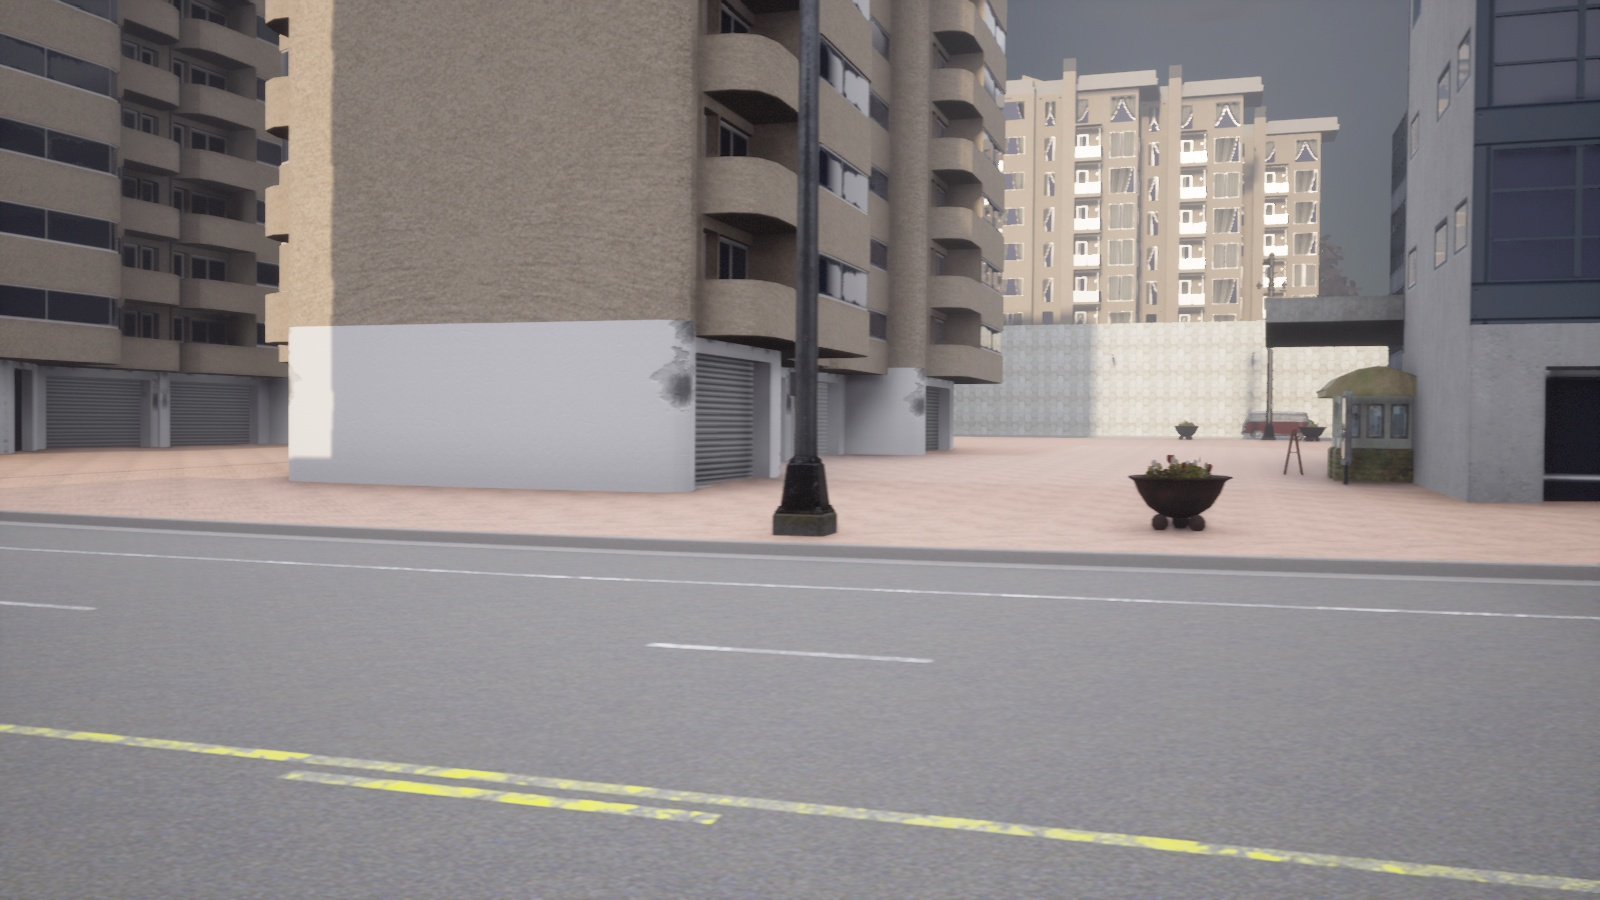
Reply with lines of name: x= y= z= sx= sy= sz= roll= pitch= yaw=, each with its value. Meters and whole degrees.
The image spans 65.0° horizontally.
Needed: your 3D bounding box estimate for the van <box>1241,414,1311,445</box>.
van: x=32.788 y=-1.422 z=86.621 sx=4.442 sy=1.987 sz=1.775 roll=1 pitch=1 yaw=20
